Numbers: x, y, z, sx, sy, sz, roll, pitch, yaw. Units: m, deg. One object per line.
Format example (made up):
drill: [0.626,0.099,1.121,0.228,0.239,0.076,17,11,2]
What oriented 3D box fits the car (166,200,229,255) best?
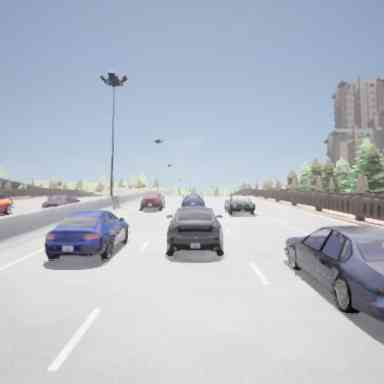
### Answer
car: [0.101,1.275,12.323,1.837,1.490,4.892,0,2,0]

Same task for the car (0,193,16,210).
car: [-17.594,0.833,29.322,1.994,1.385,4.181,0,2,0]

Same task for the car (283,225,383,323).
car: [3.600,1.459,7.348,2.033,1.411,5.357,0,1,0]

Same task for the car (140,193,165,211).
car: [-3.398,0.798,29.216,1.812,1.442,4.674,0,2,0]

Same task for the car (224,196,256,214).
car: [3.602,0.974,25.796,1.895,1.301,4.718,0,2,0]

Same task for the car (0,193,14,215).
car: [-14.097,0.830,22.216,2.097,1.767,4.553,0,2,0]

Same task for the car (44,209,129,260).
car: [-3.399,1.322,11.405,1.812,1.442,4.674,0,2,0]

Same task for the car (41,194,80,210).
car: [-10.596,0.899,27.059,1.994,1.385,4.181,0,2,0]

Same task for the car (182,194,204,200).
car: [0.102,0.850,28.753,1.994,1.385,4.181,0,2,0]
